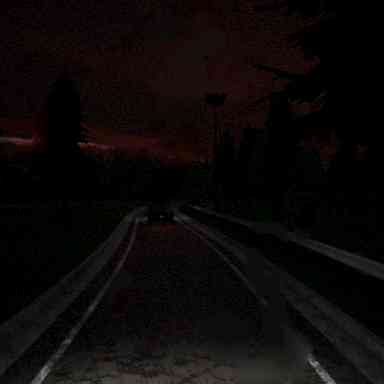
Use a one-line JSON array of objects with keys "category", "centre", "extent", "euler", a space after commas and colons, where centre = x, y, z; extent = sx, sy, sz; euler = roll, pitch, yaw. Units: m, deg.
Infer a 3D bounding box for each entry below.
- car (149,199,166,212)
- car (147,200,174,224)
[{"category": "car", "centre": [-4.495, 1.768, 43.861], "extent": [2.128, 1.511, 4.902], "euler": [0, 0, -5]}, {"category": "car", "centre": [-2.532, 1.645, 26.540], "extent": [1.882, 1.535, 5.008], "euler": [0, 0, -8]}]
